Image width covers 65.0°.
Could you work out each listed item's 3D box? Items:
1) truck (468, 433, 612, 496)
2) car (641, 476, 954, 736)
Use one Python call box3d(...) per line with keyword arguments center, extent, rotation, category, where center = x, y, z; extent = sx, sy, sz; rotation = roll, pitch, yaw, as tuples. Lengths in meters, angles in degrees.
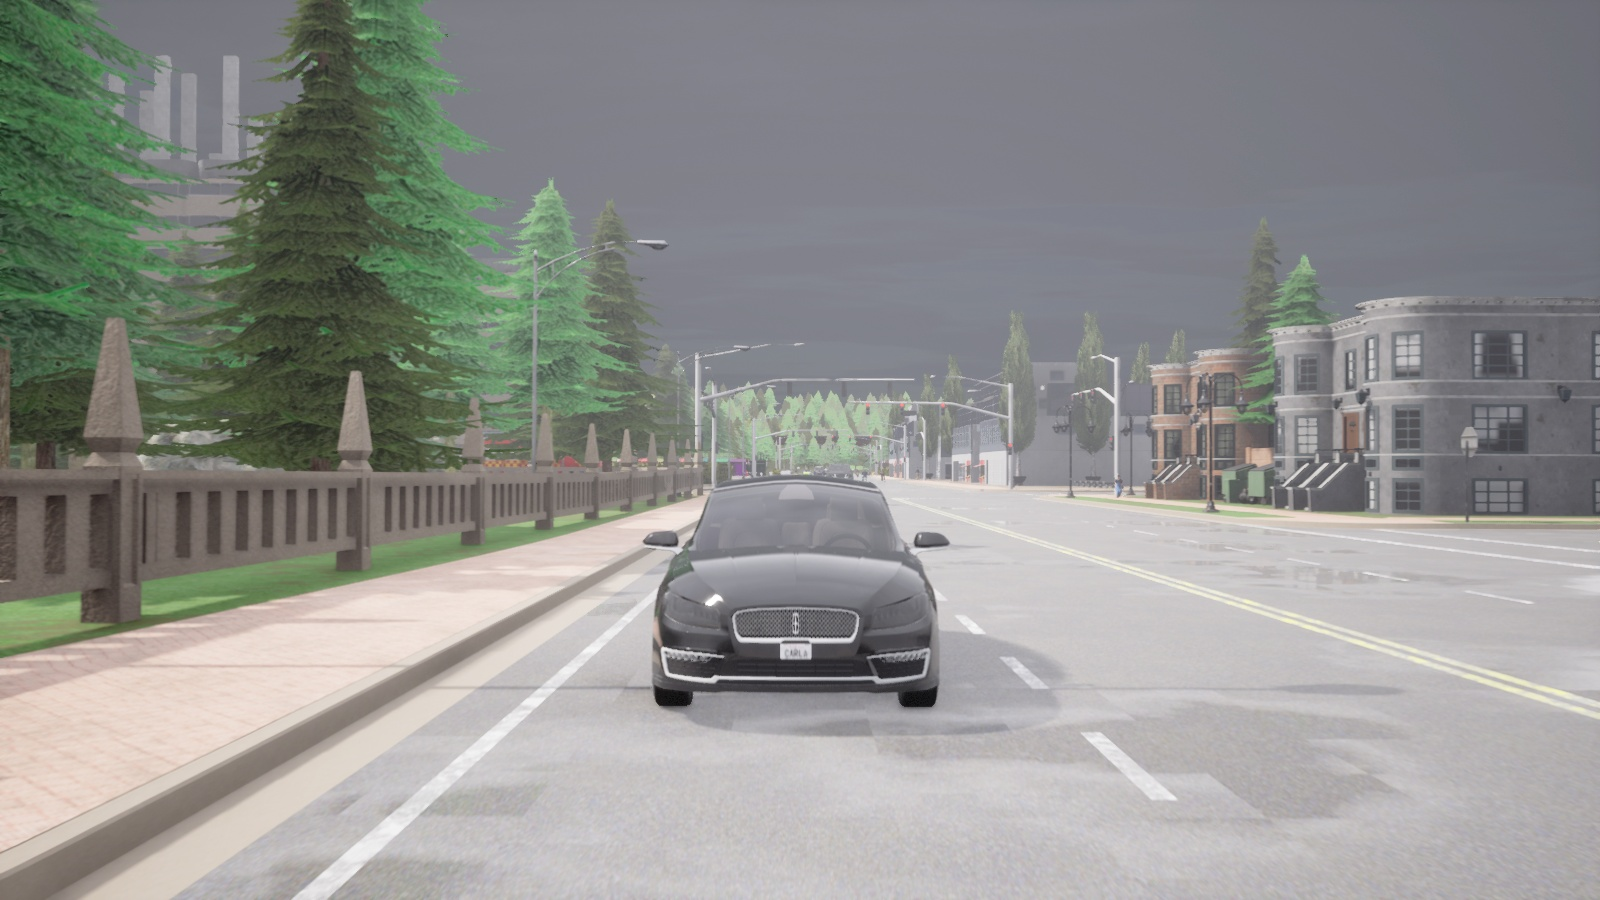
box3d(center=(-16.304, 0.914, 79.070), extent=(8.468, 3.827, 2.891), rotation=(0, -1, 0), category="truck")
box3d(center=(-0.022, 0.966, 9.822), extent=(1.837, 1.490, 4.892), rotation=(0, -1, 0), category="car")
